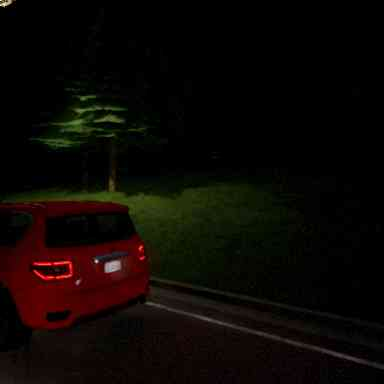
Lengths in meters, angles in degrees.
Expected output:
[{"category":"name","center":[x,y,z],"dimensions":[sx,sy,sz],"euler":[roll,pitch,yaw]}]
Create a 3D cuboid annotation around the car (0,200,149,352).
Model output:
[{"category":"car","center":[-3.323,1.184,6.371],"dimensions":[5.566,2.045,2.150],"euler":[0,0,36]}]
